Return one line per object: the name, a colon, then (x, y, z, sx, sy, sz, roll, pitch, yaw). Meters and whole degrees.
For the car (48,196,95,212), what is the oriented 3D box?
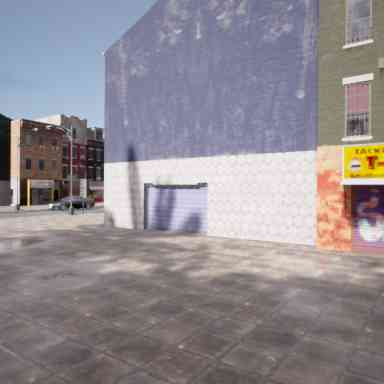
car: (-12.378, 1.180, 34.457, 2.128, 1.511, 4.902, 1, 1, 36)
